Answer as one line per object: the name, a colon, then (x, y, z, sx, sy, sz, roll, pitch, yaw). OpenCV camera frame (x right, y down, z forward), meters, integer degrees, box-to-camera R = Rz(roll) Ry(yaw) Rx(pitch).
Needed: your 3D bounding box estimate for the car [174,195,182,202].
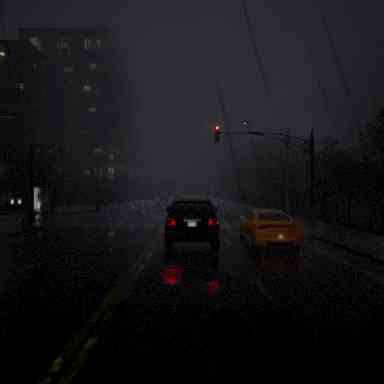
car: (-3.251, 1.537, 78.396, 1.837, 1.490, 4.892, 0, 0, 0)

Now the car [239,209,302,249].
car: (3.250, 1.486, 14.650, 1.882, 1.535, 5.008, 0, 0, 0)

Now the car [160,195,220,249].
car: (0.000, 1.259, 14.680, 2.150, 2.045, 5.566, 0, 0, 0)
